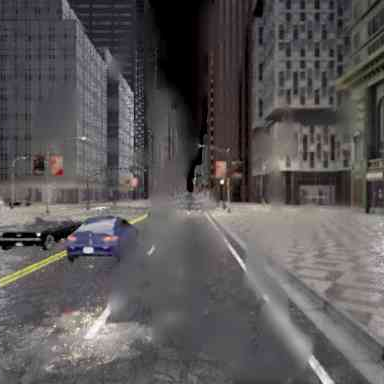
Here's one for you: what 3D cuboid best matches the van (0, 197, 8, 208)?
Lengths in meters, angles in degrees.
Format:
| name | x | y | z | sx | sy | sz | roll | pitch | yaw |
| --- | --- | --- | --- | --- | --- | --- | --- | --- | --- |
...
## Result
| name | x | y | z | sx | sy | sz | roll | pitch | yaw |
| --- | --- | --- | --- | --- | --- | --- | --- | --- | --- |
| van | -30.526 | 1.668 | 50.130 | 3.998 | 1.788 | 1.690 | 0 | 0 | 0 |

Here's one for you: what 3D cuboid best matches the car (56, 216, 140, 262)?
| name | x | y | z | sx | sy | sz | roll | pitch | yaw |
| --- | --- | --- | --- | --- | --- | --- | --- | --- | --- |
| car | -3.145 | 1.621 | 12.404 | 1.812 | 1.442 | 4.674 | 0 | -1 | 0 |

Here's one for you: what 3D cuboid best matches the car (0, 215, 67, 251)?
| name | x | y | z | sx | sy | sz | roll | pitch | yaw |
| --- | --- | --- | --- | --- | --- | --- | --- | --- | --- |
| car | -6.568 | 1.715 | 14.859 | 1.895 | 1.301 | 4.718 | 0 | 0 | 0 |

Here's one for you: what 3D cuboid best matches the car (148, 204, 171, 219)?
| name | x | y | z | sx | sy | sz | roll | pitch | yaw |
| --- | --- | --- | --- | --- | --- | --- | --- | --- | --- |
| car | -3.137 | 1.811 | 32.379 | 1.994 | 1.385 | 4.181 | 0 | 0 | 0 |

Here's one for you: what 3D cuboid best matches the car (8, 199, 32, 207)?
| name | x | y | z | sx | sy | sz | roll | pitch | yaw |
| --- | --- | --- | --- | --- | --- | --- | --- | --- | --- |
| car | -30.517 | 1.850 | 58.656 | 4.313 | 1.339 | 1.947 | 0 | 0 | 0 |
